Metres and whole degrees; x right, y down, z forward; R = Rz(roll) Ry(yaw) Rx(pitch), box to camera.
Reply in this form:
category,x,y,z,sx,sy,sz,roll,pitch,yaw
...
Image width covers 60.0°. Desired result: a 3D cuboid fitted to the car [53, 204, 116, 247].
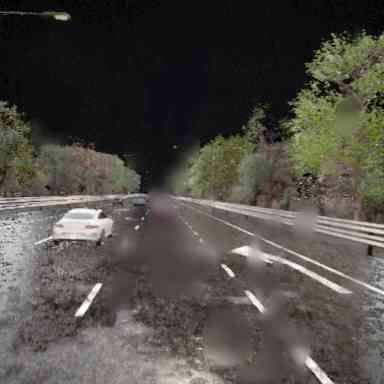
category,x,y,z,sx,sy,sz,roll,pitch,yaw
car,-4.576,1.432,14.493,1.812,1.442,4.674,3,0,-6

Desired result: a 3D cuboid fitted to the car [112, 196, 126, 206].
category,x,y,z,sx,sy,sz,roll,pitch,yaw
car,-11.972,1.460,54.516,1.837,1.490,4.892,3,-1,-6

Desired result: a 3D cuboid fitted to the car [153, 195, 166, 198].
category,x,y,z,sx,sy,sz,roll,pitch,yaw
car,-4.986,1.619,55.001,2.097,1.767,4.553,3,-1,-6

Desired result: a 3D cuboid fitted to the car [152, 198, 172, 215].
category,x,y,z,sx,sy,sz,roll,pitch,yaw
car,-3.173,1.725,36.253,1.994,1.385,4.181,3,-1,-6

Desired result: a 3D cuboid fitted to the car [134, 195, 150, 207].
category,x,y,z,sx,sy,sz,roll,pitch,yaw
car,-8.490,1.674,54.787,1.994,1.385,4.181,3,-1,-6
